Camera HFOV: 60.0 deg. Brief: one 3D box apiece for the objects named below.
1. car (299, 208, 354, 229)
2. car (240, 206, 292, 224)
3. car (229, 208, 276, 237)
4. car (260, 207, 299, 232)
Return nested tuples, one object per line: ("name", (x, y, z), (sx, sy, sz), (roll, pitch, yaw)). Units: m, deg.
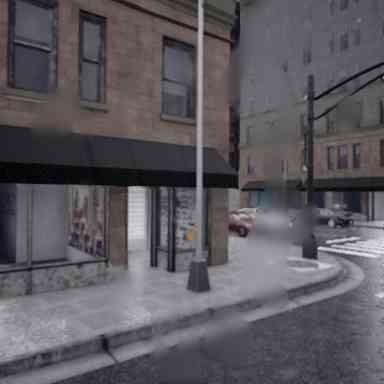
("car", (9.478, 1.834, 24.258), (2.008, 1.369, 4.403), (0, -1, -35))
("car", (6.307, 1.921, 28.785), (1.802, 1.307, 4.206), (0, -1, -35))
("car", (2.511, 1.777, 19.346), (1.802, 1.307, 4.206), (0, -1, -35))
("car", (4.226, 1.754, 21.375), (1.812, 1.442, 4.674), (1, -1, -34))
